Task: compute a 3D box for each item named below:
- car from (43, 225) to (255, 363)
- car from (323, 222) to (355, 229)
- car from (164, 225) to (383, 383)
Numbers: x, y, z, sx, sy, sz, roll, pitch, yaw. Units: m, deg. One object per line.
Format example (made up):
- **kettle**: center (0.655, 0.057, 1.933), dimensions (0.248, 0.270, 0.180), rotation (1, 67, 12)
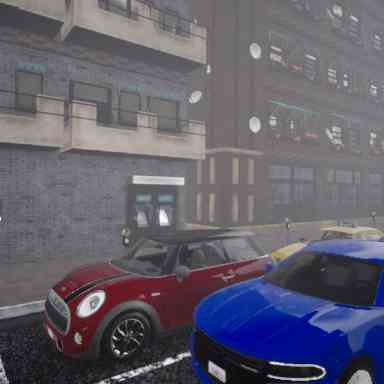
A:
- **car**: center (-0.363, 1.441, 5.829), dimensions (4.097, 1.590, 1.967), rotation (0, 1, -36)
- **car**: center (4.013, 1.527, 8.957), dimensions (4.829, 1.417, 1.752), rotation (0, 1, -36)
- **car**: center (2.276, 1.478, 4.696), dimensions (5.008, 1.535, 1.882), rotation (0, 0, -36)
